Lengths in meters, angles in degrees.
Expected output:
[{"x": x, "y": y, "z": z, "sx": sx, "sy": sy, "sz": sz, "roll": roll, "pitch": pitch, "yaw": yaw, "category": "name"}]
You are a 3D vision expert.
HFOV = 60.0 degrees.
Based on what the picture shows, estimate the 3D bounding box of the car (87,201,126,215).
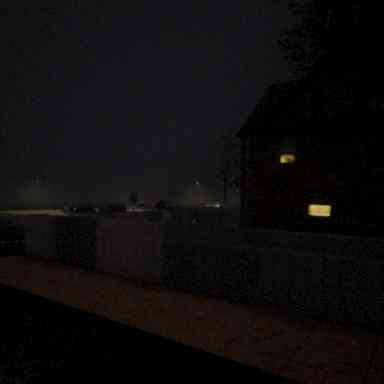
[{"x": -9.534, "y": 1.842, "z": 38.855, "sx": 2.128, "sy": 1.511, "sz": 4.902, "roll": 1, "pitch": 0, "yaw": 20, "category": "car"}]

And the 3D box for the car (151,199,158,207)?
[{"x": -4.105, "y": 1.789, "z": 53.860, "sx": 2.033, "sy": 1.411, "sz": 5.357, "roll": 1, "pitch": 0, "yaw": 19, "category": "car"}]

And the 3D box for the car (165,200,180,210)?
[{"x": -2.614, "y": 1.948, "z": 48.144, "sx": 2.097, "sy": 1.767, "sz": 4.553, "roll": 1, "pitch": 0, "yaw": 20, "category": "car"}]

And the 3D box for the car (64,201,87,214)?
[{"x": -12.930, "y": 1.788, "z": 39.032, "sx": 1.812, "sy": 1.442, "sz": 4.674, "roll": 1, "pitch": 0, "yaw": 20, "category": "car"}]

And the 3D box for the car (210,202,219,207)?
[{"x": 3.662, "y": 2.419, "z": 56.536, "sx": 1.895, "sy": 1.301, "sz": 4.718, "roll": 1, "pitch": 0, "yaw": 19, "category": "car"}]

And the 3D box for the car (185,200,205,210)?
[{"x": 0.577, "y": 2.236, "z": 57.548, "sx": 2.128, "sy": 1.511, "sz": 4.902, "roll": 1, "pitch": 0, "yaw": 19, "category": "car"}]

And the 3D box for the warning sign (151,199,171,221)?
[{"x": -2.769, "y": 1.589, "z": 29.756, "sx": 1.300, "sy": 1.860, "sz": 1.060, "roll": 3, "pitch": 1, "yaw": 20, "category": "warning sign"}]

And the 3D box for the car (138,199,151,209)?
[{"x": -7.181, "y": 1.918, "z": 54.921, "sx": 1.882, "sy": 1.535, "sz": 5.008, "roll": 1, "pitch": 0, "yaw": 19, "category": "car"}]

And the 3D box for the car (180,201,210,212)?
[{"x": 0.480, "y": 2.148, "z": 47.152, "sx": 1.882, "sy": 1.535, "sz": 5.008, "roll": 1, "pitch": 0, "yaw": 20, "category": "car"}]
